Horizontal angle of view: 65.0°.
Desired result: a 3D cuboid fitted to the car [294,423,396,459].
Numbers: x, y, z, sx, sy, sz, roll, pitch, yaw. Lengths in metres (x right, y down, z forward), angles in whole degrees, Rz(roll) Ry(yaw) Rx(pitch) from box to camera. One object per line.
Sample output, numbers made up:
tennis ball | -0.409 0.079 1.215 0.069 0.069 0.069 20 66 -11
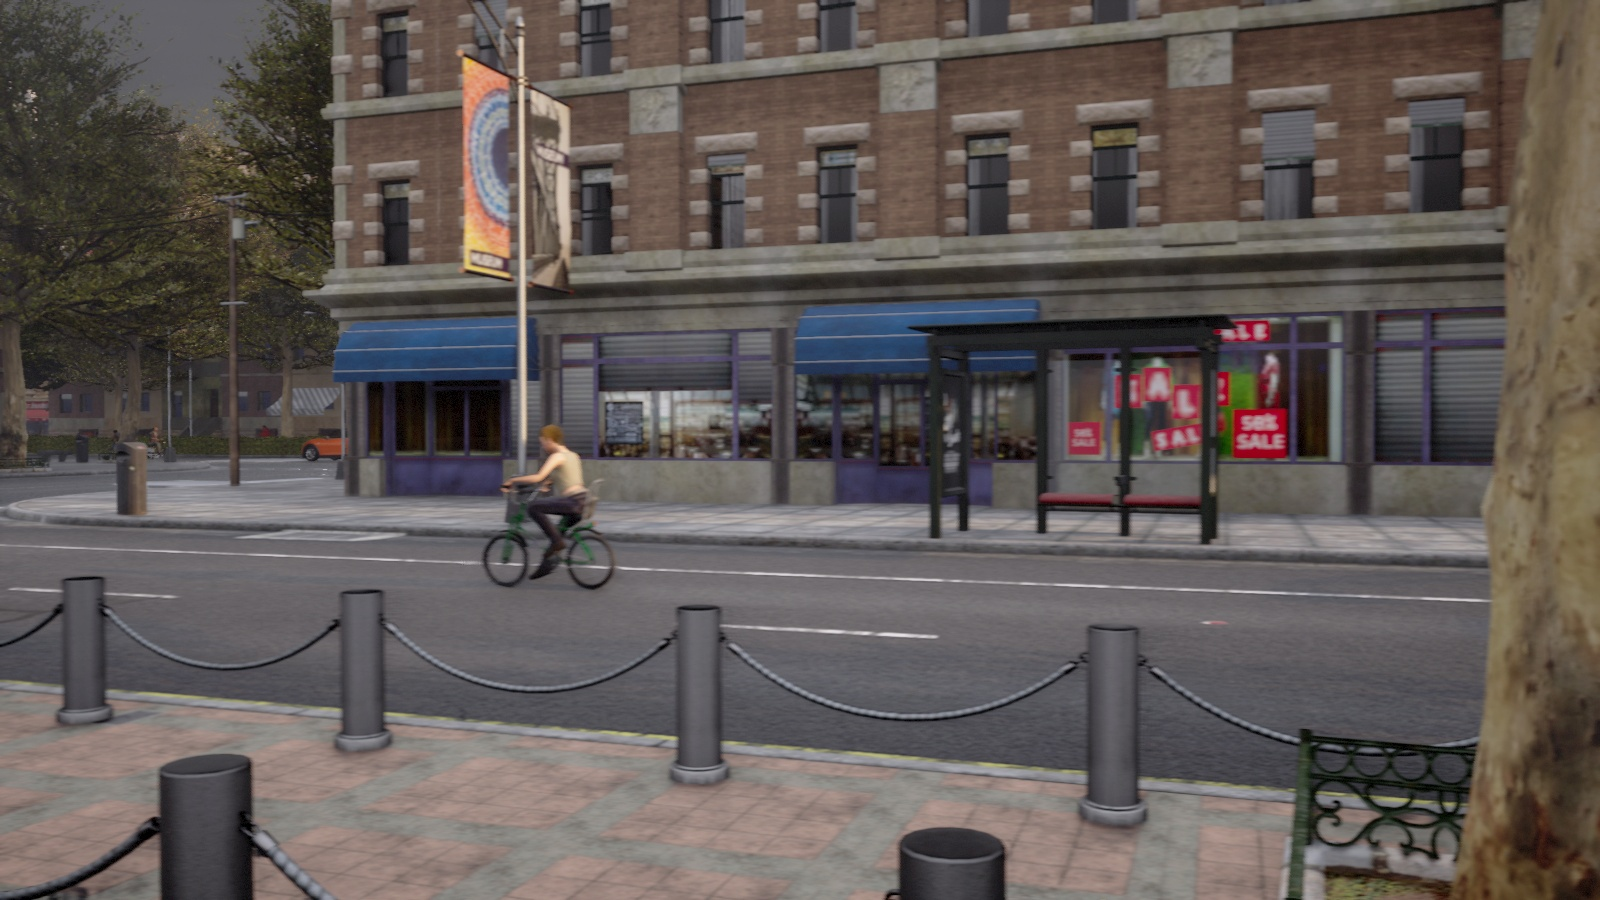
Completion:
car | -22.934 -0.486 63.348 4.553 1.767 2.097 1 1 19

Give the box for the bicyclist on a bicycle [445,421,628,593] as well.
bicyclist on a bicycle | -2.595 0.544 12.416 1.509 1.612 0.866 -1 0 19
